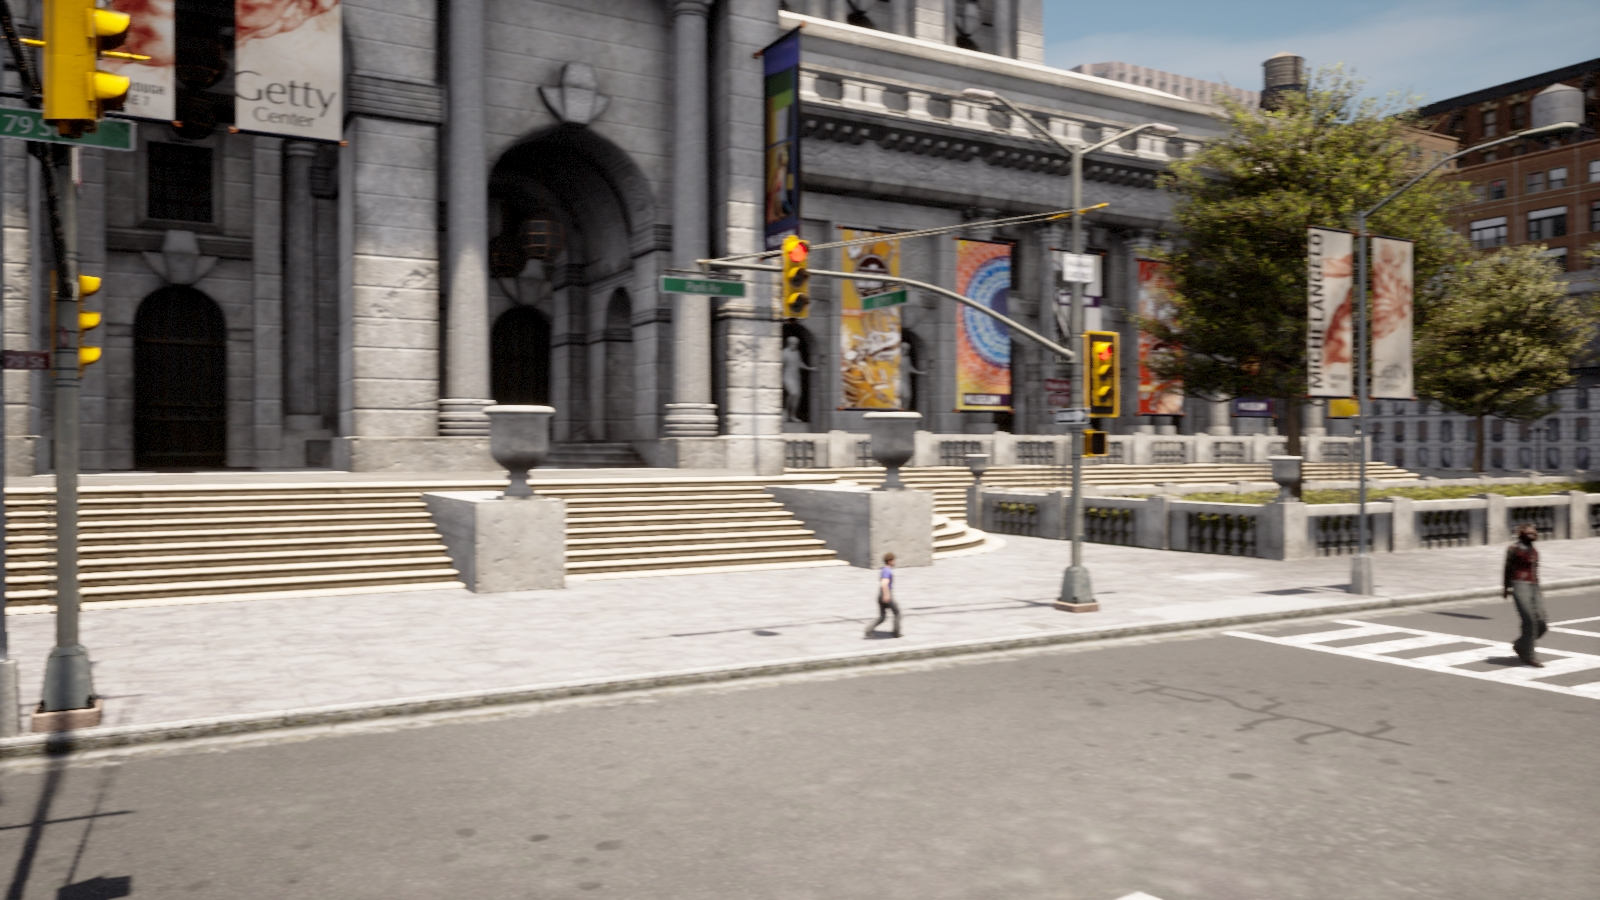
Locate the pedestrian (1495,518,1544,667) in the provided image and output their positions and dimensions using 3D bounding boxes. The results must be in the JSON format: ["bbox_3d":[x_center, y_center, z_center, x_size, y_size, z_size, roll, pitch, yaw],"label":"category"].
[{"bbox_3d":[9.257,1.816,14.702,0.375,1.860,0.375,0,0,-17],"label":"pedestrian"}]

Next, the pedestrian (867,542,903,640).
[{"bbox_3d":[1.182,1.953,15.922,0.375,1.300,0.375,0,0,-25],"label":"pedestrian"}]
